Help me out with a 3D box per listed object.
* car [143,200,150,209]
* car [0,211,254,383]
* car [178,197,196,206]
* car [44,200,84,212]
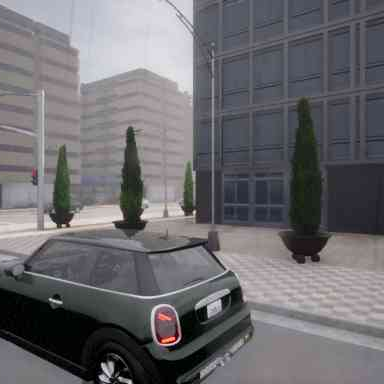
[{"bbox_3d":[-7.676,1.581,45.060,1.812,1.442,4.674,0,0,35],"label":"car"},{"bbox_3d":[-1.472,1.352,5.043,4.553,1.767,2.097,0,0,35],"label":"car"},{"bbox_3d":[-0.345,1.560,55.415,1.837,1.490,4.892,0,0,36],"label":"car"},{"bbox_3d":[-14.093,1.560,35.981,1.837,1.490,4.892,0,0,35],"label":"car"}]
